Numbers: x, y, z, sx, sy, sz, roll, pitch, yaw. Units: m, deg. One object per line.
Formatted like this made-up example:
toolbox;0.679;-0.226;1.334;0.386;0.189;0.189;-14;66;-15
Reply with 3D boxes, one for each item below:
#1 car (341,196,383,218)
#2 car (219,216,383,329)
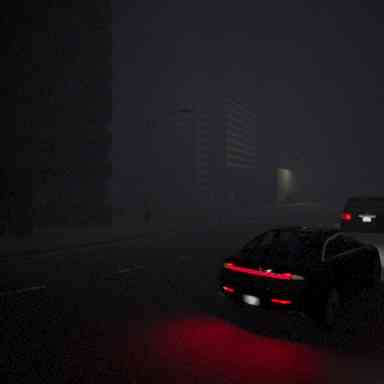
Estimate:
car;8.420;1.203;15.738;2.150;2.045;5.566;0;0;31
car;2.537;1.484;7.058;2.128;1.511;4.902;0;0;41
